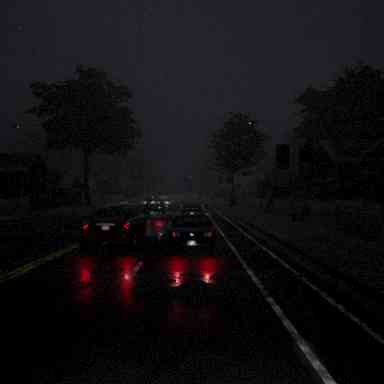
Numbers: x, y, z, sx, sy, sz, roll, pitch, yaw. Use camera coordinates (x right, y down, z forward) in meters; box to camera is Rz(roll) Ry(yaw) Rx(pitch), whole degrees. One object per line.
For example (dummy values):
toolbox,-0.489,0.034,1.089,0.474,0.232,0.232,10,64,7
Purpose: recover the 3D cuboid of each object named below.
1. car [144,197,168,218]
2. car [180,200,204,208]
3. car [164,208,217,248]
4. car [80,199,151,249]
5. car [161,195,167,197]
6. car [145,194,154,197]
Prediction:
car,-3.250,1.495,29.650,2.128,1.511,4.902,0,0,0
car,0.000,1.516,29.650,1.837,1.490,4.892,0,0,0
car,0.000,1.616,14.680,1.895,1.301,4.718,0,0,0
car,-3.249,1.365,14.620,2.097,1.767,4.553,0,0,0
car,-6.500,1.469,76.718,1.812,1.442,4.674,0,0,0
car,-9.750,1.300,76.748,2.097,1.767,4.553,0,0,0
